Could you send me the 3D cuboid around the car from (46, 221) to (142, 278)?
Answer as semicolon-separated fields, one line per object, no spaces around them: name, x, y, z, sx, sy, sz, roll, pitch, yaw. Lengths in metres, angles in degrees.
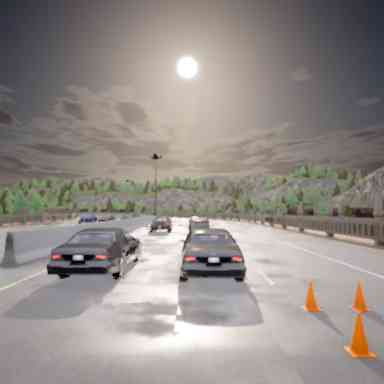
car;-2.942;1.891;11.154;2.033;1.411;5.357;0;-3;0

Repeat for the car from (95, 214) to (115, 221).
car;-13.531;4.278;53.409;1.882;1.535;5.008;0;-3;0

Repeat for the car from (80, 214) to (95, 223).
car;-17.058;4.367;55.055;1.882;1.535;5.008;0;-3;-1

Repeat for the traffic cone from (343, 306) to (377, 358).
traffic cone;2.444;2.050;4.870;0.340;0.580;0.340;0;-2;0

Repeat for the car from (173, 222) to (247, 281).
car;0.551;1.881;10.820;2.033;1.411;5.357;0;-3;0

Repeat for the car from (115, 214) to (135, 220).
car;-10.019;4.210;51.884;2.128;1.511;4.902;0;-3;0

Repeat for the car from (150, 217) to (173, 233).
car;-2.876;3.083;31.866;1.812;1.442;4.674;0;-3;0

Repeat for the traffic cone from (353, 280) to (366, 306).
traffic cone;3.450;2.117;6.864;0.340;0.580;0.340;0;-2;1

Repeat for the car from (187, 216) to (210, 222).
car;0.619;2.979;30.560;2.128;1.511;4.902;0;-3;0

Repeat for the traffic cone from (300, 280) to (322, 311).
traffic cone;2.451;2.115;6.868;0.340;0.580;0.340;0;-2;0
